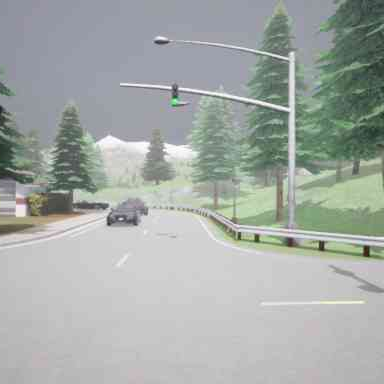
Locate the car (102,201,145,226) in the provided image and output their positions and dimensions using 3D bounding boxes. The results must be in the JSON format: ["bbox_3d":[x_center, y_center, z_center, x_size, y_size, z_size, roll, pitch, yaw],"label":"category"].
[{"bbox_3d":[-4.672,1.541,23.223,1.994,1.385,4.181,0,0,-4],"label":"car"}]

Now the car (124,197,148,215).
[{"bbox_3d":[-5.772,1.321,32.987,2.097,1.767,4.553,0,0,-21],"label":"car"}]

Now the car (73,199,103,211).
[{"bbox_3d":[-12.554,1.566,40.544,4.718,1.301,1.895,0,0,13],"label":"car"}]
